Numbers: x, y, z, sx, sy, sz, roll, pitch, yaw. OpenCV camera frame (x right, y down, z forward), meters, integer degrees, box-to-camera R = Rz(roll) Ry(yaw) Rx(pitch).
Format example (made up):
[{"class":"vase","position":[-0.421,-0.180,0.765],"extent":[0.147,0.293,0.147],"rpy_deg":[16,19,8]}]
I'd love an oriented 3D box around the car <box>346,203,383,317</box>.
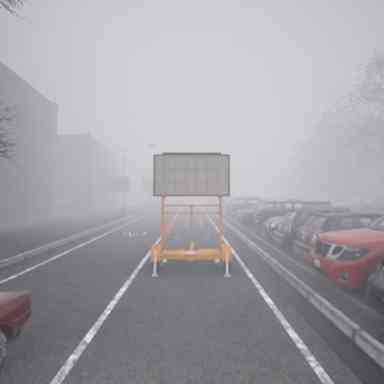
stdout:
[{"class":"car","position":[5.641,1.263,4.836],"extent":[5.566,2.045,2.435],"rpy_deg":[0,0,0]}]

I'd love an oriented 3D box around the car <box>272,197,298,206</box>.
[{"class":"car","position":[18.634,1.895,66.545],"extent":[4.553,1.767,2.185],"rpy_deg":[0,-1,0]}]

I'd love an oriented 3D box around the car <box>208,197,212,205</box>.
[{"class":"car","position":[5.632,1.596,49.684],"extent":[5.566,2.045,2.435],"rpy_deg":[0,-1,0]}]

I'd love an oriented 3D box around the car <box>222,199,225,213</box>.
[{"class":"car","position":[5.657,1.736,32.866],"extent":[4.792,1.488,2.163],"rpy_deg":[0,0,0]}]

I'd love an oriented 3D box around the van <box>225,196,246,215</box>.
[{"class":"van","position":[5.516,1.461,30.064],"extent":[4.442,1.987,1.878],"rpy_deg":[0,0,0]}]

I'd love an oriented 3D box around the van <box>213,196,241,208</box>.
[{"class":"van","position":[5.711,1.677,55.291],"extent":[4.442,1.987,1.878],"rpy_deg":[0,-1,0]}]

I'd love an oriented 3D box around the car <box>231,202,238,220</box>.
[{"class":"car","position":[5.611,1.678,24.456],"extent":[4.792,1.488,2.163],"rpy_deg":[0,0,0]}]

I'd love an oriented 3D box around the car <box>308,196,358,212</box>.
[{"class":"car","position":[18.663,1.544,44.270],"extent":[5.566,2.045,2.435],"rpy_deg":[0,-1,0]}]

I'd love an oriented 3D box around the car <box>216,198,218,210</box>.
[{"class":"car","position":[5.615,1.745,38.469],"extent":[5.008,1.535,2.097],"rpy_deg":[0,0,0]}]

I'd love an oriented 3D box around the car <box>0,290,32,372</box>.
[{"class":"car","position":[-3.251,1.621,2.606],"extent":[1.895,1.301,4.718],"rpy_deg":[0,0,0]}]

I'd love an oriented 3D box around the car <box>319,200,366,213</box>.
[{"class":"car","position":[18.690,1.772,41.481],"extent":[5.008,1.535,2.097],"rpy_deg":[0,0,0]}]

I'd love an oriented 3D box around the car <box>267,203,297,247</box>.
[{"class":"car","position":[5.626,1.446,13.245],"extent":[4.553,1.767,2.185],"rpy_deg":[0,0,0]}]

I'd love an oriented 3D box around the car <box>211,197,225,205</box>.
[{"class":"car","position":[5.603,1.820,46.874],"extent":[4.892,1.521,2.231],"rpy_deg":[0,-1,0]}]

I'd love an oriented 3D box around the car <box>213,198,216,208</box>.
[{"class":"car","position":[5.582,1.822,44.077],"extent":[4.792,1.488,2.163],"rpy_deg":[0,0,0]}]

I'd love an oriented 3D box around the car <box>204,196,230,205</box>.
[{"class":"car","position":[5.615,1.877,74.912],"extent":[5.566,2.045,2.435],"rpy_deg":[0,-1,0]}]

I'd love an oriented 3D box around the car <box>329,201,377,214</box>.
[{"class":"car","position":[18.696,1.790,38.820],"extent":[4.674,1.452,2.002],"rpy_deg":[0,0,0]}]

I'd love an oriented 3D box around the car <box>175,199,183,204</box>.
[{"class":"car","position":[-3.261,2.382,82.138],"extent":[1.895,1.301,4.718],"rpy_deg":[0,-1,0]}]

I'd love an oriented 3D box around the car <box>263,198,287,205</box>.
[{"class":"car","position":[18.671,2.128,74.898],"extent":[5.008,1.535,2.097],"rpy_deg":[0,-1,0]}]

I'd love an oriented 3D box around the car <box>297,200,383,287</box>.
[{"class":"car","position":[5.637,1.282,7.639],"extent":[5.566,2.045,2.435],"rpy_deg":[0,0,0]}]

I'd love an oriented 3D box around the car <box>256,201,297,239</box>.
[{"class":"car","position":[5.684,1.466,16.048],"extent":[4.553,1.767,2.185],"rpy_deg":[0,0,0]}]

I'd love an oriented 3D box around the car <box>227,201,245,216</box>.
[{"class":"car","position":[5.607,1.697,27.259],"extent":[4.792,1.488,2.163],"rpy_deg":[0,0,0]}]

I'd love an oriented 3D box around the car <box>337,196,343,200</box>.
[{"class":"car","position":[18.674,1.477,35.914],"extent":[5.566,2.045,2.435],"rpy_deg":[0,0,0]}]

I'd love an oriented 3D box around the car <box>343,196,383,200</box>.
[{"class":"car","position":[18.679,1.459,33.253],"extent":[5.566,2.045,2.435],"rpy_deg":[0,0,0]}]

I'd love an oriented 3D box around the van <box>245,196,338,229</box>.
[{"class":"van","position":[5.532,1.384,18.851],"extent":[4.442,1.987,1.878],"rpy_deg":[0,0,0]}]

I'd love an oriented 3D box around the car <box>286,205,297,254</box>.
[{"class":"car","position":[5.630,1.427,10.441],"extent":[4.553,1.767,2.185],"rpy_deg":[0,0,0]}]

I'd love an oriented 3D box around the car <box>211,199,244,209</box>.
[{"class":"car","position":[5.594,1.875,52.485],"extent":[5.008,1.535,2.097],"rpy_deg":[0,-1,0]}]

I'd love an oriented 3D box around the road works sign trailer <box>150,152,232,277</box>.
[{"class":"road works sign trailer","position":[-0.010,0.542,10.551],"extent":[2.380,3.560,2.880],"rpy_deg":[0,0,1]}]

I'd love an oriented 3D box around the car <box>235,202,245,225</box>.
[{"class":"car","position":[5.640,1.629,21.653],"extent":[5.008,1.535,2.097],"rpy_deg":[0,0,0]}]

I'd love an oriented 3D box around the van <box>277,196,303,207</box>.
[{"class":"van","position":[18.783,1.763,63.765],"extent":[4.442,1.987,1.878],"rpy_deg":[0,-1,0]}]

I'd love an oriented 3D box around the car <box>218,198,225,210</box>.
[{"class":"car","position":[5.809,1.722,35.670],"extent":[5.366,1.575,1.946],"rpy_deg":[0,0,0]}]
